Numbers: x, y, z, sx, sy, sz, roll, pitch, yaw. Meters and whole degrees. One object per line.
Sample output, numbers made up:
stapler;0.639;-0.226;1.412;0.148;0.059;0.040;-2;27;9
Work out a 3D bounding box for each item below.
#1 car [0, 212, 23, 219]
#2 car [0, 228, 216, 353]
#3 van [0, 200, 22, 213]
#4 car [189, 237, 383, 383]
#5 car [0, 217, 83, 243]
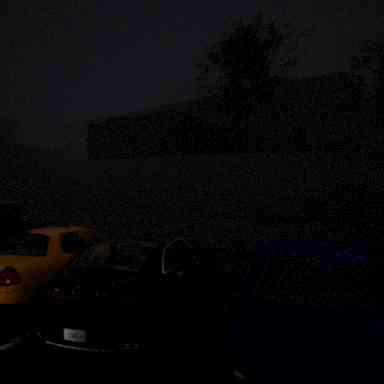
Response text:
car;-5.612;1.522;9.829;2.163;1.488;4.792;0;-1;15
car;-0.764;1.491;6.333;2.231;1.521;4.892;0;-1;15
van;-8.072;1.267;11.421;1.878;1.987;4.442;1;-1;16
car;1.674;1.491;4.610;2.097;1.535;5.008;1;-1;15
car;-3.141;1.490;8.249;1.946;1.575;5.366;0;-1;15
